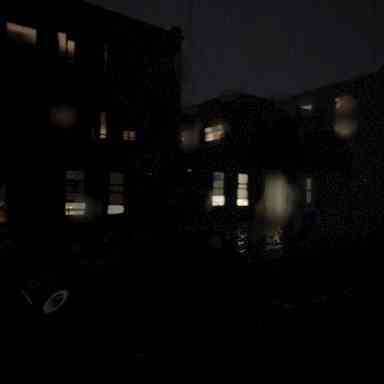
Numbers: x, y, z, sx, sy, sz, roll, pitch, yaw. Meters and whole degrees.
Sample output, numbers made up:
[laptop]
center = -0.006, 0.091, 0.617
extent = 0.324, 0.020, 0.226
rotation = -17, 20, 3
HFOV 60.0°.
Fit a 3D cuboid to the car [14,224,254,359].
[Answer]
[car]
center = -0.864, 1.449, 5.932
extent = 4.097, 1.590, 1.967
rotation = 0, 0, -36
